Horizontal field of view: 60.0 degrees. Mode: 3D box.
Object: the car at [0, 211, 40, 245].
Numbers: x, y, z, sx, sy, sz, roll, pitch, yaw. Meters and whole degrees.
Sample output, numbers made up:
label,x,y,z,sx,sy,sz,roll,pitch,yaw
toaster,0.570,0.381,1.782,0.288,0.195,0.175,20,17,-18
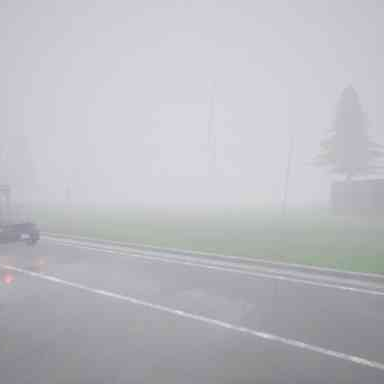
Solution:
label,x,y,z,sx,sy,sz,roll,pitch,yaw
car,-8.269,1.532,14.066,4.674,1.442,1.812,0,0,36
